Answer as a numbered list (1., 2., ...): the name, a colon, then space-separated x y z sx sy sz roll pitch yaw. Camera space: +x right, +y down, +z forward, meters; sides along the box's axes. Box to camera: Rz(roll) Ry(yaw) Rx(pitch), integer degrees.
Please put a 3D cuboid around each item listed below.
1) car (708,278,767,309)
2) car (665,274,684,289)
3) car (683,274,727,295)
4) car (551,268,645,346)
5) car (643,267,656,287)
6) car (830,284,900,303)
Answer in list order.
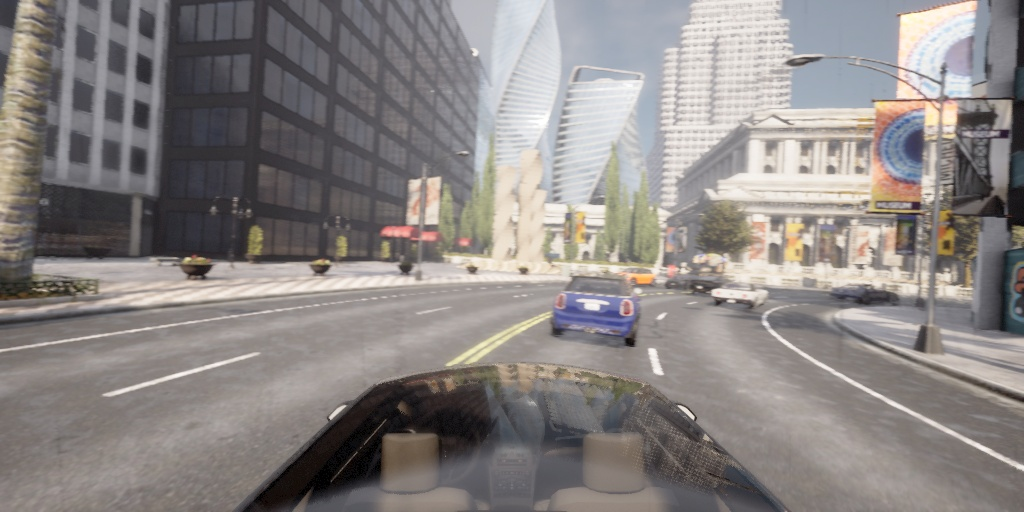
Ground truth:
1. car: 13.055 2.157 20.388 1.895 1.301 4.718 3 0 44
2. car: 15.205 2.278 31.108 4.181 1.385 1.994 3 0 -32
3. car: 15.163 2.175 26.681 5.008 1.535 1.882 3 -1 -37
4. car: 2.665 1.282 10.572 2.097 1.767 4.553 3 0 21
5. car: 10.959 1.826 32.361 4.553 1.767 2.097 3 0 -35
6. car: 29.034 3.048 29.537 5.357 1.411 2.033 3 0 -14
